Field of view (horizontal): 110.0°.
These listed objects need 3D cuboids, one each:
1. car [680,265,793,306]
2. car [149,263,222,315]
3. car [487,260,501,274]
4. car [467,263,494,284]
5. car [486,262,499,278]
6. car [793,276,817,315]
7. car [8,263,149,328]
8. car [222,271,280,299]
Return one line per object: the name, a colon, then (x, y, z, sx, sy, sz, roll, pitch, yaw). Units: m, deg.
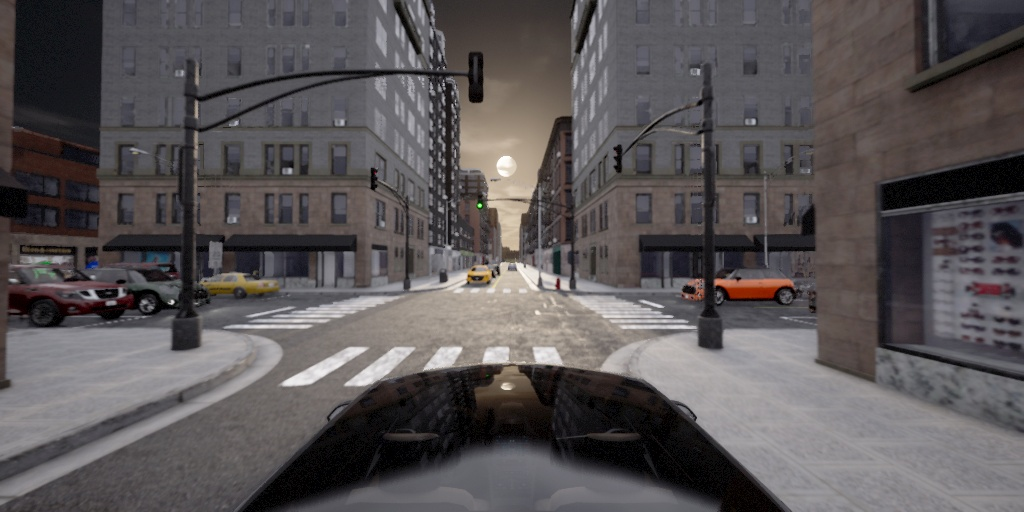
car: (10.422, 1.315, 16.758, 4.553, 1.767, 2.097, 0, -1, 1)
car: (-14.390, 1.240, 13.802, 4.553, 1.767, 2.097, 0, -1, 0)
car: (-2.841, 1.615, 52.615, 2.150, 2.045, 5.566, 0, -1, 0)
car: (-2.846, 1.610, 31.618, 1.882, 1.535, 5.008, 0, -1, 0)
car: (-2.848, 1.768, 42.019, 1.837, 1.490, 4.892, 0, -1, 0)
car: (11.783, 1.434, 11.211, 4.313, 1.339, 1.948, 0, 0, 0)
car: (-15.100, 1.158, 11.250, 5.009, 1.841, 2.192, 0, 0, 0)
car: (-15.250, 1.507, 19.275, 4.829, 1.417, 1.751, 0, 0, 0)
